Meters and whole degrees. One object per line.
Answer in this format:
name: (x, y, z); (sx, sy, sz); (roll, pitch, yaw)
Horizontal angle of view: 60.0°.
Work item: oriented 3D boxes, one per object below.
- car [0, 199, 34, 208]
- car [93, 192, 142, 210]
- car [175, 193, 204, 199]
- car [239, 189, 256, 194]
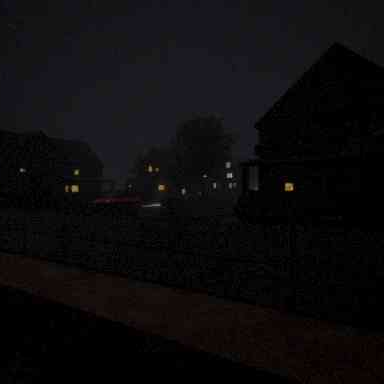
car: (-12.290, 1.212, 20.985); (1.812, 1.442, 4.674); (1, 2, 35)
car: (-6.527, 0.804, 29.112); (2.097, 1.767, 4.553); (1, 2, 35)
car: (-0.237, 0.761, 37.951); (1.994, 1.385, 4.181); (1, 2, 36)
car: (8.744, 0.279, 50.471); (2.128, 1.511, 4.902); (1, 2, 35)
